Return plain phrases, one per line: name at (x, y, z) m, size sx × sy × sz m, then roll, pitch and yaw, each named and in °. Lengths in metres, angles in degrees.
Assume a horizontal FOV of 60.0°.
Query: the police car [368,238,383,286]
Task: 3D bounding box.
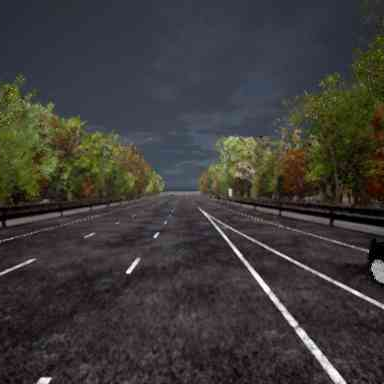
police car at (5.511, 1.408, 6.480) m, size 1.930 × 1.638 × 5.238 m, roll 0°, pitch 0°, yaw -6°
